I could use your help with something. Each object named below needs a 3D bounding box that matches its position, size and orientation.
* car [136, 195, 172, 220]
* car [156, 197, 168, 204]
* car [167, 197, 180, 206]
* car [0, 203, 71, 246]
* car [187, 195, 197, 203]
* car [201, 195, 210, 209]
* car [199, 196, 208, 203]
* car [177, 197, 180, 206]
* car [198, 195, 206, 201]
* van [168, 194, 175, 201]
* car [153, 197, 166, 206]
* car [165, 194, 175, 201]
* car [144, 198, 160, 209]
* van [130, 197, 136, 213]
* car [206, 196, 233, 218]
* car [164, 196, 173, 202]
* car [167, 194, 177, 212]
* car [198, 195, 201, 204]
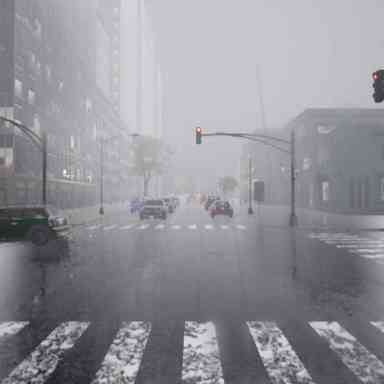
[{"bbox_3d":[-3.129,1.399,28.096,2.097,1.767,4.553,0,0,0],"label":"car"},{"bbox_3d":[-5.745,1.672,64.977,1.947,1.339,4.313,1,0,0],"label":"car"},{"bbox_3d":[-3.120,1.571,56.999,1.882,1.535,5.008,0,0,1],"label":"car"},{"bbox_3d":[-7.936,1.412,14.829,4.553,1.767,2.097,-1,-1,1],"label":"car"},{"bbox_3d":[0.028,1.465,69.557,2.097,1.767,4.553,0,0,0],"label":"car"},{"bbox_3d":[2.663,1.385,42.328,2.192,1.841,5.009,1,0,0],"label":"car"},{"bbox_3d":[2.623,1.689,76.372,1.947,1.339,4.313,1,0,0],"label":"car"},{"bbox_3d":[-3.139,1.569,46.895,2.128,1.511,4.902,0,0,0],"label":"car"},{"bbox_3d":[2.613,1.581,87.720,1.967,1.590,4.097,1,0,0],"label":"car"},{"bbox_3d":[-5.770,1.491,93.347,1.690,1.788,3.998,1,0,0],"label":"van"},{"bbox_3d":[-5.739,1.679,59.302,1.802,1.307,4.206,1,0,0],"label":"car"},{"bbox_3d":[-5.764,1.456,87.673,2.192,1.841,5.009,1,0,0],"label":"car"},{"bbox_3d":[-5.726,1.604,47.785,1.752,1.417,4.829,1,0,0],"label":"car"},{"bbox_3d":[-5.711,1.402,36.607,1.690,1.788,3.998,1,0,0],"label":"van"},{"bbox_3d":[2.673,1.492,30.980,1.967,1.590,4.097,1,0,0],"label":"car"},{"bbox_3d":[-5.762,1.683,81.998,2.008,1.369,4.403,1,0,0],"label":"car"},{"bbox_3d":[-3.136,1.413,37.008,2.097,1.767,4.553,0,0,0],"label":"car"},{"bbox_3d":[2.639,1.421,65.025,2.192,1.841,5.009,1,0,0],"label":"car"}]
